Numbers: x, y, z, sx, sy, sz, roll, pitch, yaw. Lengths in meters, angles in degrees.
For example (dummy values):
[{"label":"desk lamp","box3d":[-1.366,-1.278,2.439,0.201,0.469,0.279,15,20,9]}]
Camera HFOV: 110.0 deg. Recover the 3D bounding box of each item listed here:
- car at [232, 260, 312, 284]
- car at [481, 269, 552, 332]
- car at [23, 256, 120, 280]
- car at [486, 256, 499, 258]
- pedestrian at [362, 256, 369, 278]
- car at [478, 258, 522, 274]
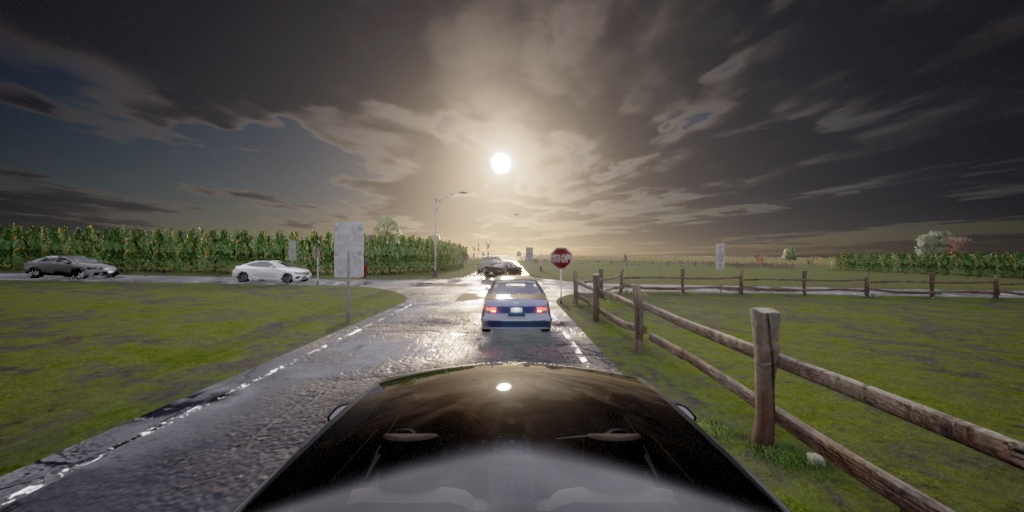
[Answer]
[{"label":"car","box3d":[-15.685,1.010,23.522,4.674,1.442,1.812,1,0,1]},{"label":"car","box3d":[0.101,1.298,10.821,2.033,1.411,5.357,0,0,0]},{"label":"car","box3d":[-28.753,0.745,23.526,4.902,1.511,2.128,1,-1,0]},{"label":"car","box3d":[-2.834,0.975,51.596,2.150,2.045,5.566,0,0,0]},{"label":"pedestrian","box3d":[-12.164,0.888,29.543,0.375,1.860,0.375,0,-2,0]},{"label":"car","box3d":[-0.691,1.233,31.368,1.882,1.535,5.008,2,1,24]}]
